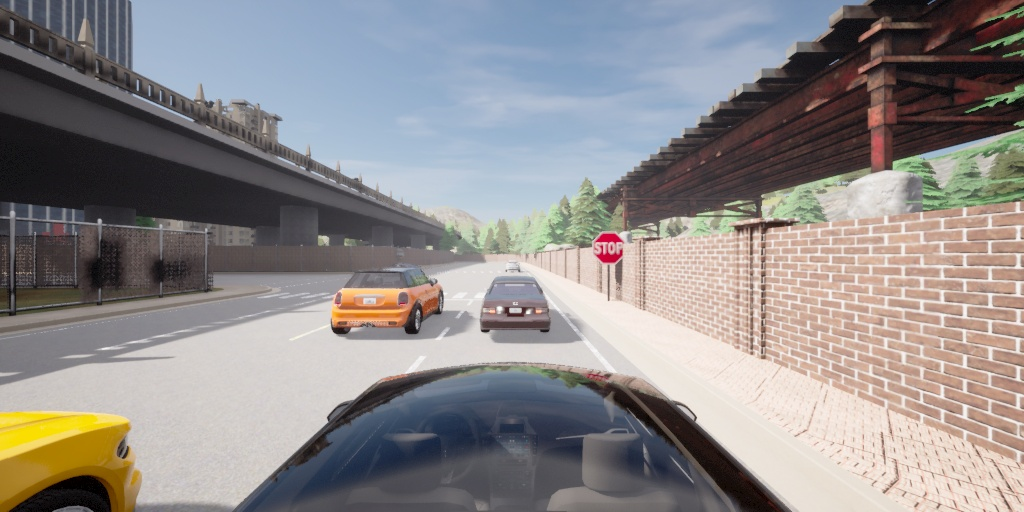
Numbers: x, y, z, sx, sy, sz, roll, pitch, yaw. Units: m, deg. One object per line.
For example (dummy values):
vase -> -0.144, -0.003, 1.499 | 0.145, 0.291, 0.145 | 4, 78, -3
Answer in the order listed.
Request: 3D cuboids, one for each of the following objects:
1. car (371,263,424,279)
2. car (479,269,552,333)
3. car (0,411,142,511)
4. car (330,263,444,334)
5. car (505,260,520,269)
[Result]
car -> -10.328, 1.313, 32.405 | 4.181, 1.385, 1.994 | 0, 0, 19
car -> 0.079, 1.297, 10.758 | 2.033, 1.411, 5.357 | 0, 0, 0
car -> -3.397, 1.228, 0.274 | 1.882, 1.535, 5.008 | 0, 0, 0
car -> -3.422, 1.102, 10.736 | 2.097, 1.767, 4.553 | 0, 0, 0
car -> 0.093, 1.276, 45.433 | 1.812, 1.442, 4.674 | 0, 0, -1
